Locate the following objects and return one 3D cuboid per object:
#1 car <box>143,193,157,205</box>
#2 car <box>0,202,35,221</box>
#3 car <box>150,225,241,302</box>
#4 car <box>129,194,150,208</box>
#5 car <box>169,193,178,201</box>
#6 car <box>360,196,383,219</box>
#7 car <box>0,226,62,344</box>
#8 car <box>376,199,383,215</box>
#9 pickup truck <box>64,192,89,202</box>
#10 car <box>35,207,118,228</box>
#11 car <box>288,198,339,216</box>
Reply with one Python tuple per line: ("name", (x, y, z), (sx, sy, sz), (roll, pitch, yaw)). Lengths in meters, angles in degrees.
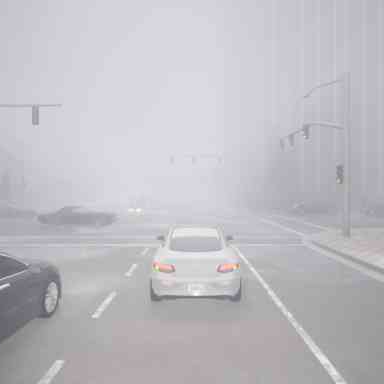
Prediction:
("car", (-7.946, 1.221, 57.819), (2.150, 2.045, 5.566), (0, 0, -1))
("car", (-14.668, 1.525, 26.063), (4.674, 1.442, 1.812), (0, 0, -15))
("car", (0.077, 1.526, 8.166), (1.812, 1.442, 4.674), (0, 0, 0))
("car", (-7.823, 1.491, 47.927), (2.128, 1.511, 4.902), (0, 0, -1))
("car", (-4.752, 1.225, 85.440), (2.150, 2.045, 5.566), (0, 0, -1))
("car", (17.709, 1.221, 29.005), (5.566, 2.045, 2.150), (0, 0, 0))
("car", (-3.436, 1.505, 4.516), (1.837, 1.490, 4.892), (0, 0, 0))
("car", (20.995, 1.478, 32.527), (5.008, 1.535, 1.882), (0, 0, 0))
("pickup truck", (-24.662, 1.059, 70.217), (2.390, 2.098, 6.274), (0, 0, 30))
("car", (-7.258, 1.601, 21.617), (4.718, 1.301, 1.895), (0, 0, 0))
("car", (11.770, 1.352, 32.461), (4.553, 1.767, 2.097), (0, 0, 0))
